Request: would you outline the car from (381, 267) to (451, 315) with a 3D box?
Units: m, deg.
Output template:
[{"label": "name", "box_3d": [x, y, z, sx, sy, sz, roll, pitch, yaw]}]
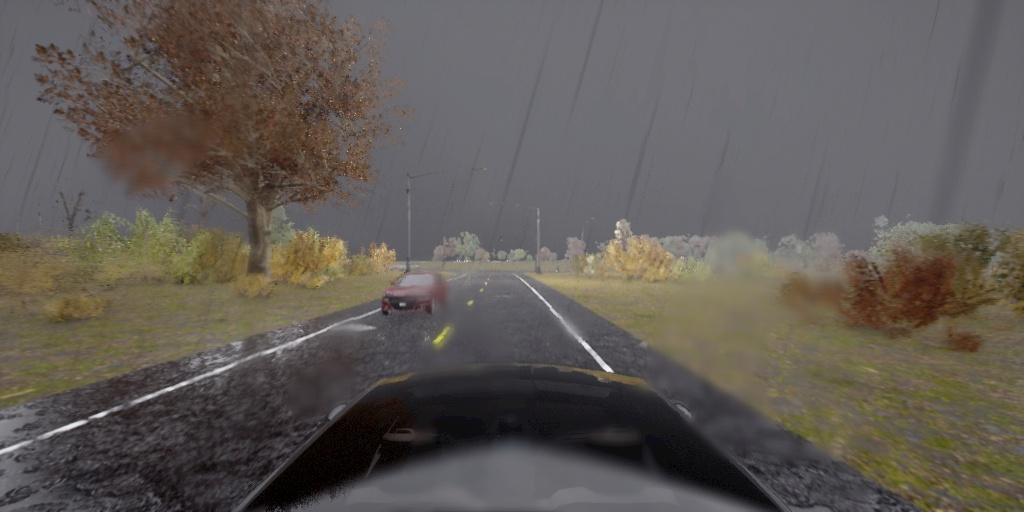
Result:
[{"label": "car", "box_3d": [-3.720, 1.397, 14.614, 1.882, 1.535, 5.008, 0, -1, -1]}]
